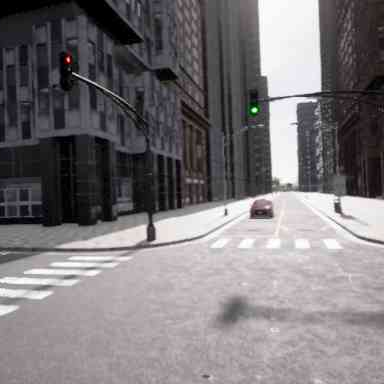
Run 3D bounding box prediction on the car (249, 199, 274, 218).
[{"bbox_3d":[6.077,1.352,28.753,1.882,1.535,5.008,-2,0,16],"label":"car"}]
